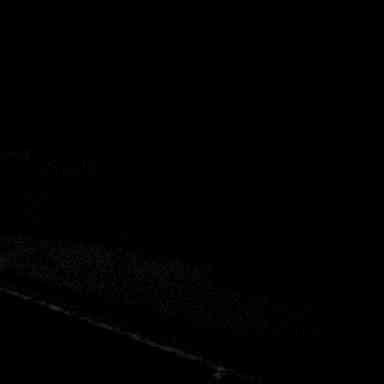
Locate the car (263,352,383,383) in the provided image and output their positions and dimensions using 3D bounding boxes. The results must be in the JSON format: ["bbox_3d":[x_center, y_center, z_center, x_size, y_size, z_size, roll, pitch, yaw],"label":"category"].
[{"bbox_3d":[2.250,1.571,1.471,4.313,1.339,1.947,0,0,36],"label":"car"}]
